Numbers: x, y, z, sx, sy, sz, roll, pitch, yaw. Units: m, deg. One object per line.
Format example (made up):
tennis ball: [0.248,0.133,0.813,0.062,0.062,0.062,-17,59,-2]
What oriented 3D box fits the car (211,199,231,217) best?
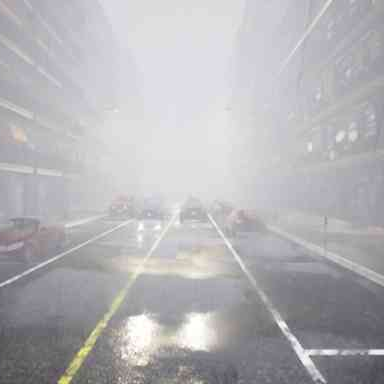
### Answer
car: [2.715,1.412,28.465,1.802,1.307,4.206,0,0,0]

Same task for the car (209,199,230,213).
car: [2.719,1.380,34.155,1.802,1.307,4.206,0,0,0]

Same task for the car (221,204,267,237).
car: [2.706,1.477,17.084,1.802,1.307,4.206,0,0,0]

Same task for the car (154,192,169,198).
car: [-5.645,1.008,56.921,2.192,1.841,5.009,0,0,0]

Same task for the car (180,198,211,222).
car: [0.119,1.414,24.665,1.994,1.385,4.181,0,0,0]

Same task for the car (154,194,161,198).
car: [-5.653,1.324,45.543,1.802,1.307,4.206,0,0,0]

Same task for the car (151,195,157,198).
car: [-5.657,1.335,39.854,1.947,1.339,4.313,0,0,0]

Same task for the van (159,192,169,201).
van: [-5.636,0.989,68.303,1.690,1.788,3.998,0,0,0]

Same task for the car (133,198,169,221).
car: [-2.990,1.411,25.424,1.994,1.385,4.181,0,0,0]

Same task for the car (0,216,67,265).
car: [-5.678,1.511,11.404,1.802,1.307,4.206,0,0,0]

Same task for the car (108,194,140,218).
car: [-5.664,1.145,28.471,2.192,1.841,5.009,0,0,0]

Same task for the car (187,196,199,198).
car: [0.131,1.239,41.315,1.882,1.535,5.008,0,1,0]
